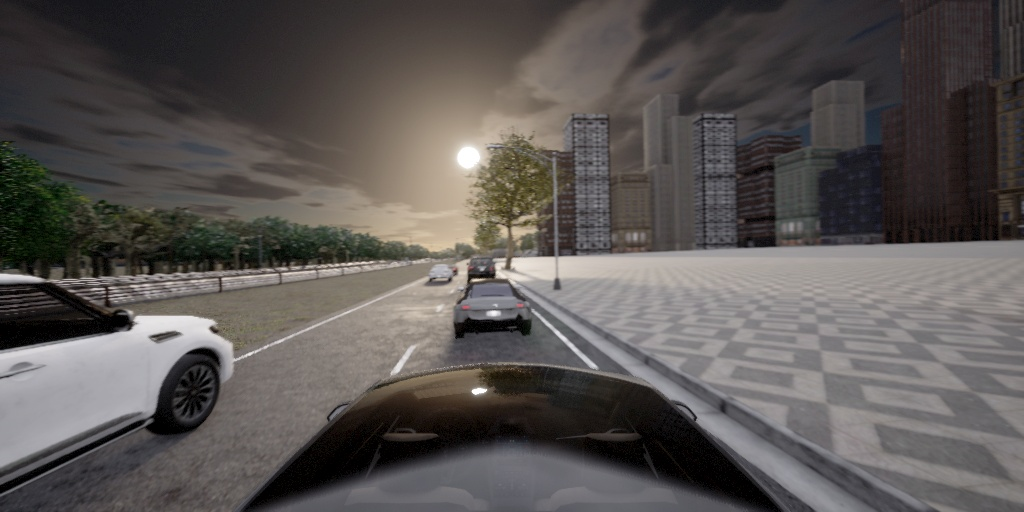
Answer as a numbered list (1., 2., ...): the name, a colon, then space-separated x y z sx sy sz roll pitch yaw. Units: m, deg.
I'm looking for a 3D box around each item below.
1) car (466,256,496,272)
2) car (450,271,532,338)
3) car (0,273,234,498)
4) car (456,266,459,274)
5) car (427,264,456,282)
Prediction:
1. car: -2.402 1.070 28.381 2.150 2.045 5.566 -1 0 -6
2. car: -0.627 1.338 10.474 1.994 1.385 4.181 -1 0 -6
3. car: -4.693 1.090 2.483 2.150 2.045 5.566 -1 0 -6
4. car: -7.502 1.572 43.752 1.895 1.301 4.718 -1 0 -5
5. car: -6.295 1.473 32.095 1.812 1.442 4.674 -1 0 -6
